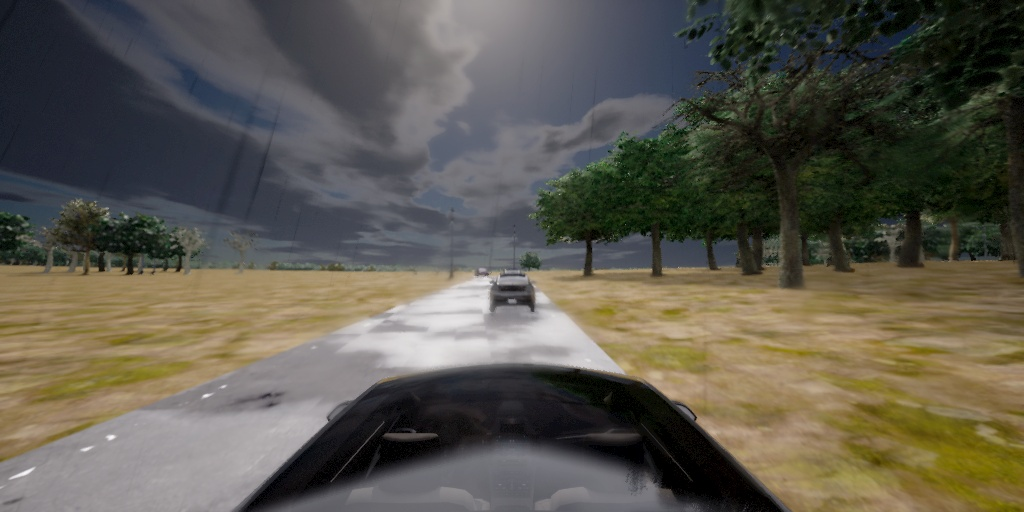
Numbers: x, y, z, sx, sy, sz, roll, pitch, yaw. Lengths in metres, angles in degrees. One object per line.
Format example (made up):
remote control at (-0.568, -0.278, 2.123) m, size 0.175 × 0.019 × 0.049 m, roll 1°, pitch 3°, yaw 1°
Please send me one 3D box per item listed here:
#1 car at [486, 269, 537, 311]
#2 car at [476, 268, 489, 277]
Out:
car at (0.049, 1.494, 15.785) m, size 1.837 × 1.490 × 4.892 m, roll 0°, pitch -1°, yaw 1°
car at (-4.967, 2.767, 60.372) m, size 1.812 × 1.442 × 4.674 m, roll 1°, pitch -2°, yaw -13°
